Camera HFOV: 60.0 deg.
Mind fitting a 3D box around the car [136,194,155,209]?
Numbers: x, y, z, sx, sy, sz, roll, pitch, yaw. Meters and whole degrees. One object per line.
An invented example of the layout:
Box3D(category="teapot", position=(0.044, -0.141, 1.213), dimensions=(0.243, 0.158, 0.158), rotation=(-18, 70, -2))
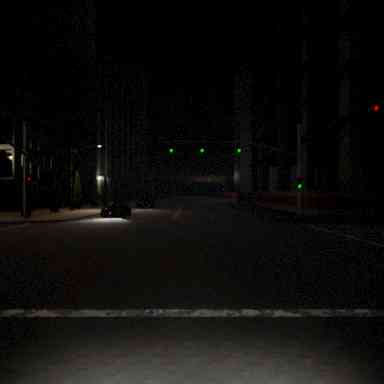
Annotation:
Box3D(category="car", position=(-6.791, 1.374, 48.868), dimensions=(2.150, 2.045, 5.566), rotation=(0, 1, 0))

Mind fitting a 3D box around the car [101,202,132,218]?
Box3D(category="car", position=(-7.006, 1.665, 31.060), dimensions=(1.994, 1.385, 4.181), rotation=(0, 0, 4))
